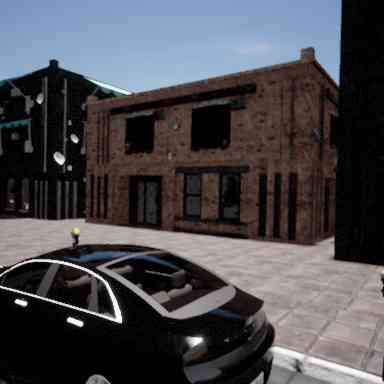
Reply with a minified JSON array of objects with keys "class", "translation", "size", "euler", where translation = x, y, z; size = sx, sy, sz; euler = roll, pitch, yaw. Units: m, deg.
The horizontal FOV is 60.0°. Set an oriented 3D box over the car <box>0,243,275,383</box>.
[{"class":"car","translation":[-1.383,1.461,4.426],"size":[4.892,1.490,1.837],"euler":[1,0,36]}]
